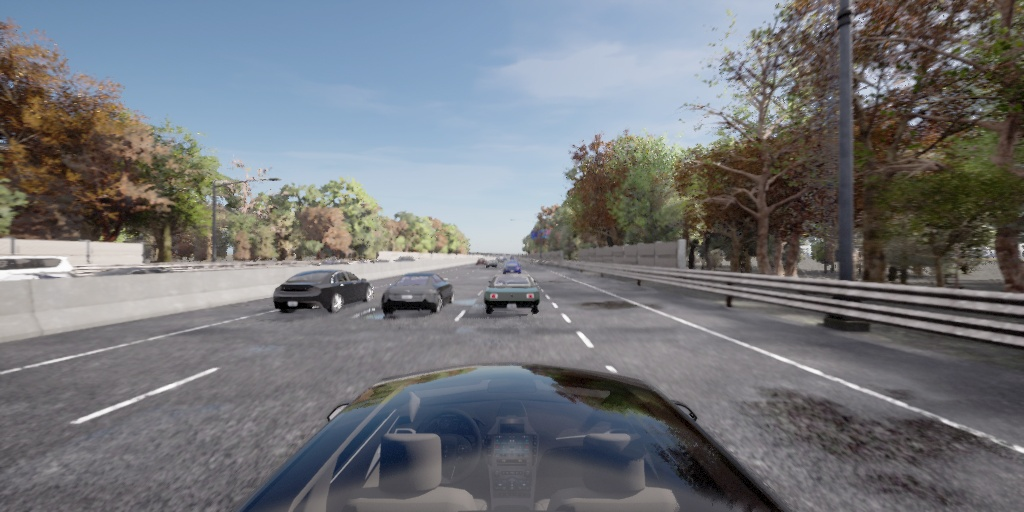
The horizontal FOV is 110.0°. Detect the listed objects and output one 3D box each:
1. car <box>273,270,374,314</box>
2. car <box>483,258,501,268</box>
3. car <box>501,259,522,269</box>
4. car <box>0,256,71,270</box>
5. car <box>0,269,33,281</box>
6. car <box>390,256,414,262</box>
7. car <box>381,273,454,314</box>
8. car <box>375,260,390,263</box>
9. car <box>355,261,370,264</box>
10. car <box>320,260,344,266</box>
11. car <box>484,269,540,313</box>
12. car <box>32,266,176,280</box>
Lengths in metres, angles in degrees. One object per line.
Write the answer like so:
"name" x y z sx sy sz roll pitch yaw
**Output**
"car" -6.995 1.277 13.857 1.837 1.490 4.892 0 0 0
"car" -3.475 1.447 63.174 1.895 1.301 4.718 0 0 0
"car" 0.016 1.331 37.309 1.812 1.442 4.674 0 0 0
"car" -24.582 1.000 16.965 2.150 2.045 5.566 0 0 1
"car" -21.088 1.378 15.717 1.895 1.301 4.718 0 0 0
"car" -17.493 1.077 58.516 2.150 2.045 5.566 0 0 0
"car" -3.495 1.334 13.943 1.994 1.385 4.181 0 0 0
"car" -20.996 1.354 58.639 1.837 1.490 4.892 0 0 1
"car" -24.487 1.451 58.602 1.895 1.301 4.718 0 0 0
"car" -27.975 1.336 55.874 2.128 1.511 4.902 0 0 1
"car" 0.003 1.370 14.116 1.895 1.301 4.718 0 0 0
"car" -17.586 1.282 16.358 1.837 1.490 4.892 0 0 0
